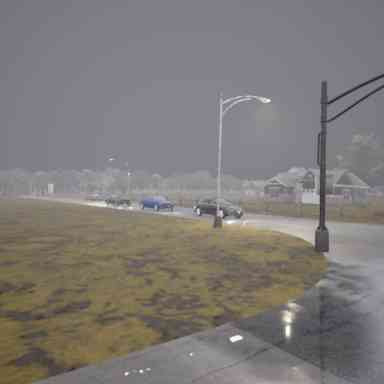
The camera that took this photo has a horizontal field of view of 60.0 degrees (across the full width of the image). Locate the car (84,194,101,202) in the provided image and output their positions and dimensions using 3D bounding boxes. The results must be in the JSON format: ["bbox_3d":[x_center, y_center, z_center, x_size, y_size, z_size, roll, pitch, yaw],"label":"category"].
[{"bbox_3d":[-18.155,1.037,61.144,2.033,1.411,5.357,2,-1,-35],"label":"car"}]

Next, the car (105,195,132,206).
[{"bbox_3d":[-9.508,1.132,42.764,1.895,1.301,4.718,2,-1,-35],"label":"car"}]

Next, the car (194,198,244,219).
[{"bbox_3d":[2.061,1.250,26.452,1.837,1.490,4.892,2,0,-35],"label":"car"}]

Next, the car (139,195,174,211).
[{"bbox_3d":[-3.726,1.107,34.605,1.882,1.535,5.008,2,0,-36],"label":"car"}]
